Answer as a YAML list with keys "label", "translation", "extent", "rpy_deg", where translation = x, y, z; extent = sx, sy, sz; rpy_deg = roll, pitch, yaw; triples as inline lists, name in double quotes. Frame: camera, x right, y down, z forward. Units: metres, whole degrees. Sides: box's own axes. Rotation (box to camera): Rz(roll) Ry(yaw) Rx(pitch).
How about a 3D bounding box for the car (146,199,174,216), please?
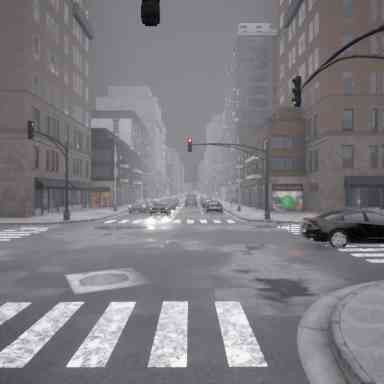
- label: "car"
  translation: [-3.129, 1.637, 33.460]
  extent: [1.895, 1.301, 4.718]
  rpy_deg: [0, 0, 0]

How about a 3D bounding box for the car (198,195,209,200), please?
- label: "car"
  translation: [2.397, 1.637, 52.614]
  extent: [1.947, 1.339, 4.313]
  rpy_deg: [0, 0, 0]

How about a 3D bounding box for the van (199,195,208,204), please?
- label: "van"
  translation: [2.429, 1.453, 69.146]
  extent: [1.690, 1.788, 3.998]
  rpy_deg: [0, 0, 0]

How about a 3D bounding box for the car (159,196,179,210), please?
- label: "car"
  translation: [-3.105, 1.617, 43.438]
  extent: [1.994, 1.385, 4.181]
  rpy_deg: [0, 0, 1]

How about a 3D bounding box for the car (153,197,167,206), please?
- label: "car"
  translation: [-5.617, 1.634, 58.140]
  extent: [2.008, 1.369, 4.403]
  rpy_deg: [0, 0, 0]

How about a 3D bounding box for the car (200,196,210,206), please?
- label: "car"
  translation: [2.386, 1.641, 47.103]
  extent: [1.802, 1.307, 4.206]
  rpy_deg: [0, 0, 0]

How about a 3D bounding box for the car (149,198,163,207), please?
- label: "car"
  translation: [-5.628, 1.653, 52.629]
  extent: [1.802, 1.307, 4.206]
  rpy_deg: [0, 0, 0]

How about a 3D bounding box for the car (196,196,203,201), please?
- label: "car"
  translation: [2.061, 1.698, 90.050]
  extent: [1.812, 1.442, 4.674]
  rpy_deg: [0, 0, 0]

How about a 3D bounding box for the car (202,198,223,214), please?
- label: "car"
  translation: [2.364, 1.606, 36.081]
  extent: [1.947, 1.339, 4.313]
  rpy_deg: [0, 0, 0]

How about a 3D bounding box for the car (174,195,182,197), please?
- label: "car"
  translation: [-3.078, 1.636, 53.397]
  extent: [1.994, 1.385, 4.181]
  rpy_deg: [0, 0, 0]

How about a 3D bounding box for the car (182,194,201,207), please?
- label: "car"
  translation: [-0.141, 1.562, 52.754]
  extent: [2.128, 1.511, 4.902]
  rpy_deg: [0, 0, 0]

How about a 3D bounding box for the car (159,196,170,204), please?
- label: "car"
  translation: [-5.596, 1.552, 69.162]
  extent: [1.967, 1.590, 4.097]
  rpy_deg: [0, 0, 0]

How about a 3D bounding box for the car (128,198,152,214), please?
- label: "car"
  translation: [-5.661, 1.480, 36.098]
  extent: [1.967, 1.590, 4.097]
  rpy_deg: [0, 0, 0]

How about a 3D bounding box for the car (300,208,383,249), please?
- label: "car"
  translation: [7.136, 1.441, 13.870]
  extent: [5.008, 1.535, 1.882]
  rpy_deg: [0, 0, 0]

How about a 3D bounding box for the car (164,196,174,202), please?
- label: "car"
  translation: [-5.574, 1.694, 80.183]
  extent: [2.008, 1.369, 4.403]
  rpy_deg: [0, 0, 0]

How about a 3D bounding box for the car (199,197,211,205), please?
- label: "car"
  translation: [2.418, 1.647, 63.635]
  extent: [2.008, 1.369, 4.403]
  rpy_deg: [0, 0, 0]
